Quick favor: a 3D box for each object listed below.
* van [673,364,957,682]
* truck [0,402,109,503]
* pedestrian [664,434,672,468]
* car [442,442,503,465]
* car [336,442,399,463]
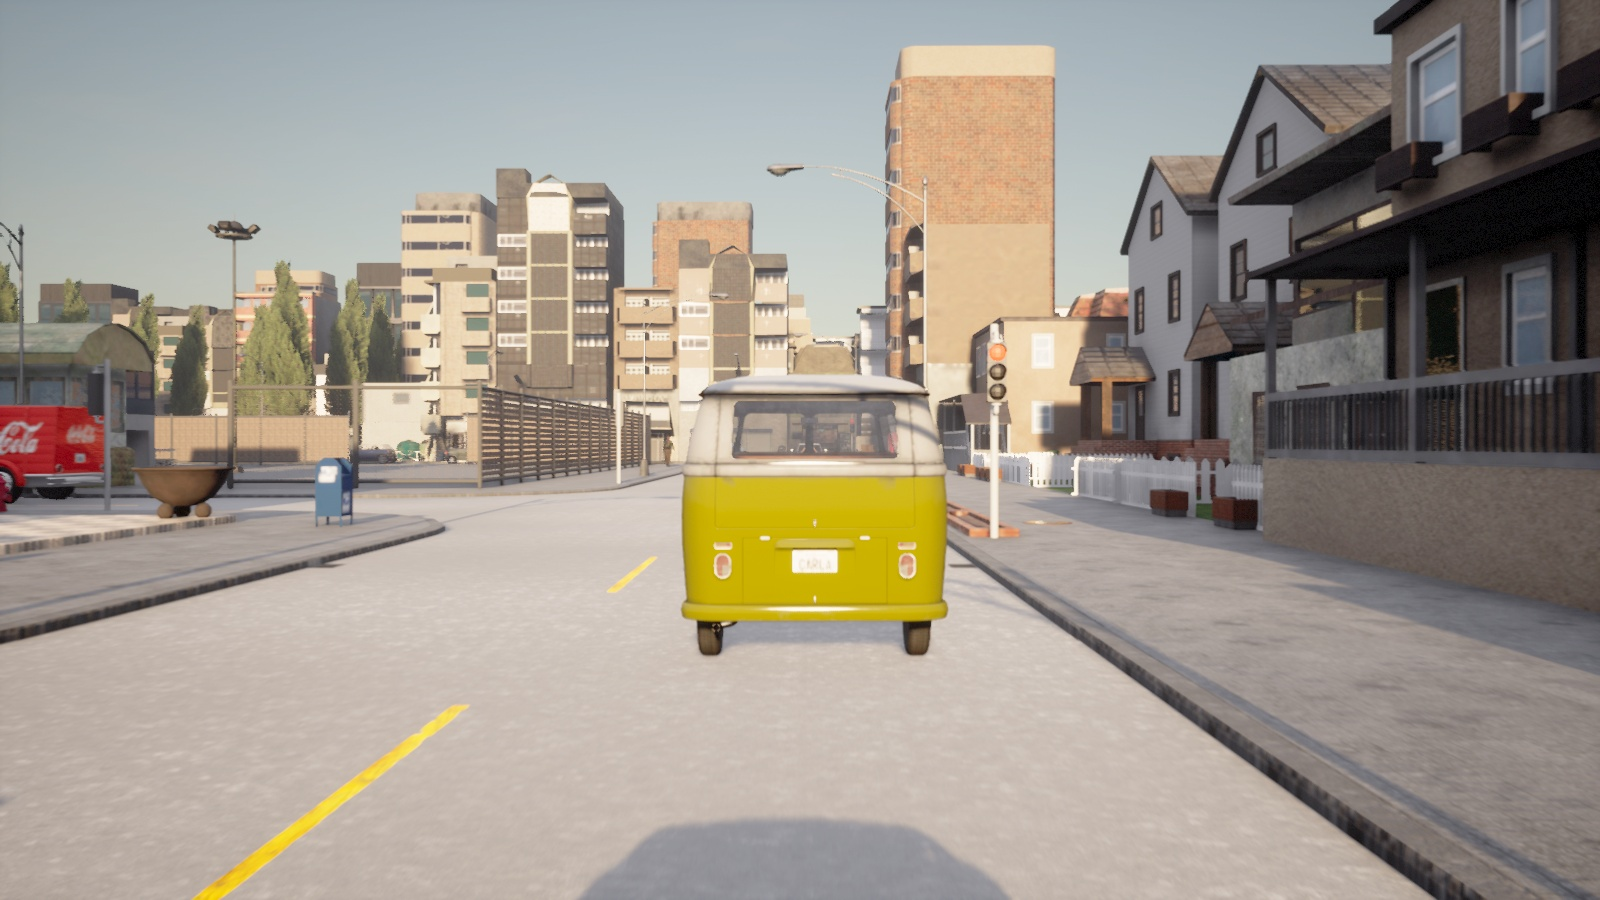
[{"bbox_3d":[0.091,0.443,10.069,1.775,1.987,4.442,0,0,0],"label":"van"},{"bbox_3d":[-20.922,0.062,32.003,5.204,2.467,2.627,0,0,2],"label":"truck"},{"bbox_3d":[-7.647,0.042,72.548,0.395,1.930,0.692,0,0,-2],"label":"pedestrian"},{"bbox_3d":[-22.295,0.225,85.614,3.705,1.549,1.789,0,0,1],"label":"car"},{"bbox_3d":[-30.877,0.182,89.661,3.806,1.475,1.970,0,0,0],"label":"car"}]
